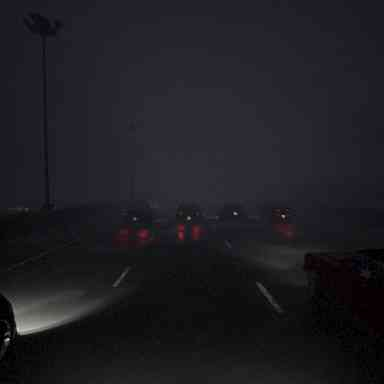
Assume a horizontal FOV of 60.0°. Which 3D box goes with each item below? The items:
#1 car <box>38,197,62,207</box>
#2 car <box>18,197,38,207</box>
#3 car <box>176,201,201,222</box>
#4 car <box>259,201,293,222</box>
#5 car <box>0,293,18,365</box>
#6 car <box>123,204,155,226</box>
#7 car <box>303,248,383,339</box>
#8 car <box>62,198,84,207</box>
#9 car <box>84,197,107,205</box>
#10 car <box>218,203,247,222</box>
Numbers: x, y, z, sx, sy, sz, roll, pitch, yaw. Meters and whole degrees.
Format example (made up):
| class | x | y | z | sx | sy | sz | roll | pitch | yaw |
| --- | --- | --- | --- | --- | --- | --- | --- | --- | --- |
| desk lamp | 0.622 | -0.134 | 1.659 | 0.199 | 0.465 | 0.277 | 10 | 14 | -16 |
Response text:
| class | x | y | z | sx | sy | sz | roll | pitch | yaw |
| --- | --- | --- | --- | --- | --- | --- | --- | --- | --- |
| car | -21.709 | 1.597 | 52.126 | 1.837 | 1.490 | 4.892 | 0 | 0 | -1 |
| car | -25.207 | 1.573 | 51.732 | 2.128 | 1.511 | 4.902 | 0 | 0 | -1 |
| car | -0.263 | 1.640 | 26.942 | 1.895 | 1.301 | 4.718 | 0 | 0 | -1 |
| car | 6.736 | 1.543 | 27.081 | 1.837 | 1.490 | 4.892 | 0 | 0 | -1 |
| car | -3.439 | 1.569 | 3.009 | 1.994 | 1.385 | 4.181 | 0 | 0 | -1 |
| car | -3.720 | 1.561 | 23.762 | 1.812 | 1.442 | 4.674 | 0 | 0 | -1 |
| car | 3.526 | 1.608 | 5.624 | 1.895 | 1.301 | 4.718 | 0 | 0 | -1 |
| car | -18.209 | 1.609 | 52.206 | 1.812 | 1.442 | 4.674 | 0 | 0 | -1 |
| car | -14.710 | 1.574 | 52.294 | 2.128 | 1.511 | 4.902 | 0 | 0 | -1 |
| car | 3.236 | 1.603 | 27.017 | 1.994 | 1.385 | 4.181 | 0 | 0 | -1 |
